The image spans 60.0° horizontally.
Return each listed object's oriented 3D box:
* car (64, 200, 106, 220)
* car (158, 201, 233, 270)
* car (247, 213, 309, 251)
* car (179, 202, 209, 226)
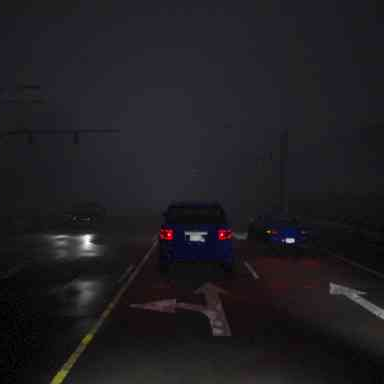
[{"bbox_3d":[-6.991,1.342,22.235,1.837,1.490,4.892,0,0,0],"label":"car"},{"bbox_3d":[0.101,1.305,11.434,2.150,2.045,5.566,0,0,0],"label":"car"},{"bbox_3d":[3.607,1.623,14.498,1.812,1.442,4.674,0,0,0],"label":"car"},{"bbox_3d":[0.111,1.612,25.986,2.128,1.511,4.902,0,0,0],"label":"car"}]
